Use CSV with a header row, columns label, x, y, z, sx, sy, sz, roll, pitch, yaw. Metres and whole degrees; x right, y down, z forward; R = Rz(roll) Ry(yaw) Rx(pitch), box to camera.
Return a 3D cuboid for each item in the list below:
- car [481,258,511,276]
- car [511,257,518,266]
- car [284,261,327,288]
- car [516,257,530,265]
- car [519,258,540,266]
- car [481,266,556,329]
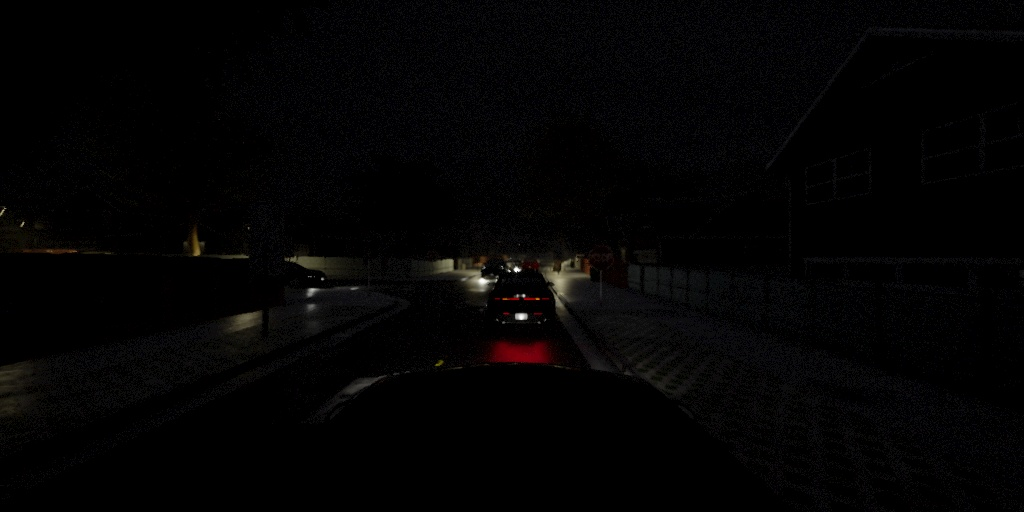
label,x,y,z,sx,sy,sz,roll,pitch,yaw
car,-1.549,0.981,32.861,2.097,1.767,4.553,0,0,5
car,-0.760,1.074,41.775,1.812,1.442,4.674,0,1,6
car,-12.739,0.971,19.673,4.892,1.490,1.837,1,0,3
car,2.065,0.923,63.954,1.895,1.301,4.718,0,1,9
car,2.193,1.023,41.701,1.882,1.535,5.008,0,1,5
car,0.287,1.232,11.217,1.837,1.490,4.892,0,0,1
